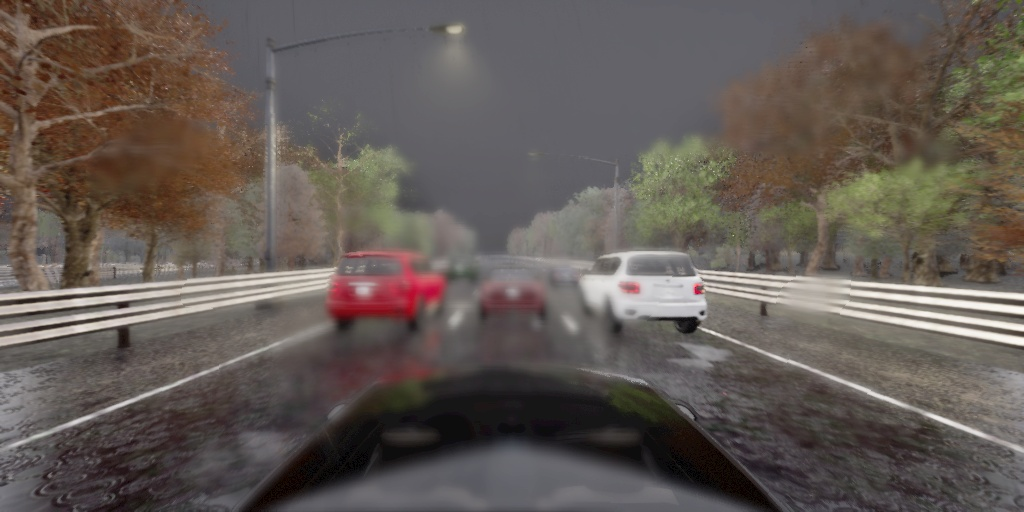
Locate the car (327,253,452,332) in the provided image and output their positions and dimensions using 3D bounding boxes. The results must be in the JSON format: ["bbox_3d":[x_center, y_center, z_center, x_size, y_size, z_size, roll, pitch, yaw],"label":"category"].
[{"bbox_3d":[-3.453,0.973,11.004,2.150,2.045,5.566,0,-1,-1],"label":"car"}]

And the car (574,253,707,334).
[{"bbox_3d":[3.541,0.970,10.779,2.150,2.045,5.566,0,-1,0],"label":"car"}]

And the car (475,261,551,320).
[{"bbox_3d":[0.038,1.111,12.849,2.097,1.767,4.553,0,0,0],"label":"car"}]

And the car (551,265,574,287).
[{"bbox_3d":[3.440,1.313,24.434,2.033,1.411,5.357,0,0,0],"label":"car"}]

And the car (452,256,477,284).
[{"bbox_3d":[-3.566,0.992,27.131,2.150,2.045,5.566,0,0,0],"label":"car"}]
